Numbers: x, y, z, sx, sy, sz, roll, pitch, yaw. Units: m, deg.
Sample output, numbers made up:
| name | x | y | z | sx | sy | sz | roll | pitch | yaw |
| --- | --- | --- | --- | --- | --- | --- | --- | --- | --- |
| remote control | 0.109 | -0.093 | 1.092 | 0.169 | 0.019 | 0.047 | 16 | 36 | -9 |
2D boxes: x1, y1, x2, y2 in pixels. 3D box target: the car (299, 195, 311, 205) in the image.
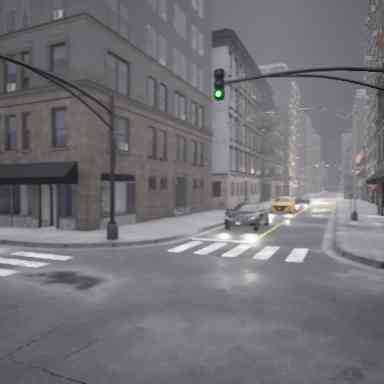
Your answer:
| name | x | y | z | sx | sy | sz | roll | pitch | yaw |
| --- | --- | --- | --- | --- | --- | --- | --- | --- | --- |
| car | 16.595 | 1.144 | 49.664 | 1.994 | 1.385 | 4.181 | 0 | 0 | 24 |

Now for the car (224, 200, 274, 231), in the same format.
| name | x | y | z | sx | sy | sz | roll | pitch | yaw |
| --- | --- | --- | --- | --- | --- | --- | --- | --- | --- |
| car | 3.370 | 1.361 | 19.670 | 1.812 | 1.442 | 4.674 | 0 | 0 | 24 |

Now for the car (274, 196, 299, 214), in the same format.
| name | x | y | z | sx | sy | sz | roll | pitch | yaw |
| --- | --- | --- | --- | --- | --- | --- | --- | --- | --- |
| car | 8.934 | 1.204 | 32.368 | 1.882 | 1.535 | 5.008 | 0 | 1 | 24 |
